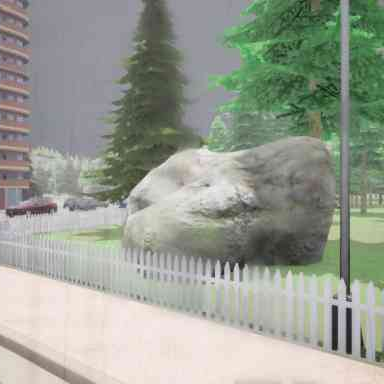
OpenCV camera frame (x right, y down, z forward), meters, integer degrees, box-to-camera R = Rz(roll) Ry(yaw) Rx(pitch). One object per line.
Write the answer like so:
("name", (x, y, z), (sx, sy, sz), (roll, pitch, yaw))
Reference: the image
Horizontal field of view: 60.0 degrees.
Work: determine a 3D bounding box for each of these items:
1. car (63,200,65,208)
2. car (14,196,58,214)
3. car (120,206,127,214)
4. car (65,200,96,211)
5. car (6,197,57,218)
("car", (-16.382, 1.449, 45.890), (1.837, 1.490, 4.892), (0, 0, -8))
("car", (-16.670, 1.297, 35.855), (2.097, 1.767, 4.553), (0, 0, 8))
("car", (-5.955, 1.422, 35.050), (1.882, 1.535, 5.008), (0, 0, 9))
("car", (-12.755, 1.508, 39.046), (1.994, 1.385, 4.181), (0, 0, 4))
("car", (-14.413, 1.422, 30.208), (1.882, 1.535, 5.008), (0, 0, 15))
